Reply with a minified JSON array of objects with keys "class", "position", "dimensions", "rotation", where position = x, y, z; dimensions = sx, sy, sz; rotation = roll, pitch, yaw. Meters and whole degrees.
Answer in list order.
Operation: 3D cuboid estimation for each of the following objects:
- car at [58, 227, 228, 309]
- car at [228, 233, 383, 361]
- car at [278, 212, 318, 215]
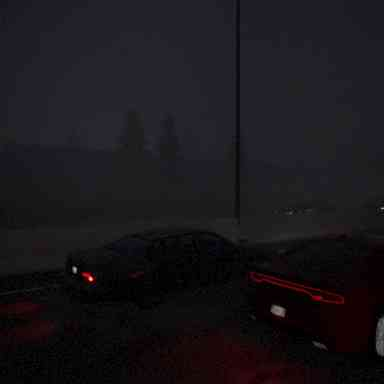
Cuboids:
[{"class":"car","position":[-0.228,1.559,7.883],"dimensions":[5.357,1.411,2.033],"rotation":[0,0,-35]},{"class":"car","position":[3.205,1.493,6.034],"dimensions":[5.008,1.535,1.882],"rotation":[0,0,-35]},{"class":"car","position":[8.928,1.566,27.560],"dimensions":[4.892,1.490,1.837],"rotation":[0,0,-35]}]
